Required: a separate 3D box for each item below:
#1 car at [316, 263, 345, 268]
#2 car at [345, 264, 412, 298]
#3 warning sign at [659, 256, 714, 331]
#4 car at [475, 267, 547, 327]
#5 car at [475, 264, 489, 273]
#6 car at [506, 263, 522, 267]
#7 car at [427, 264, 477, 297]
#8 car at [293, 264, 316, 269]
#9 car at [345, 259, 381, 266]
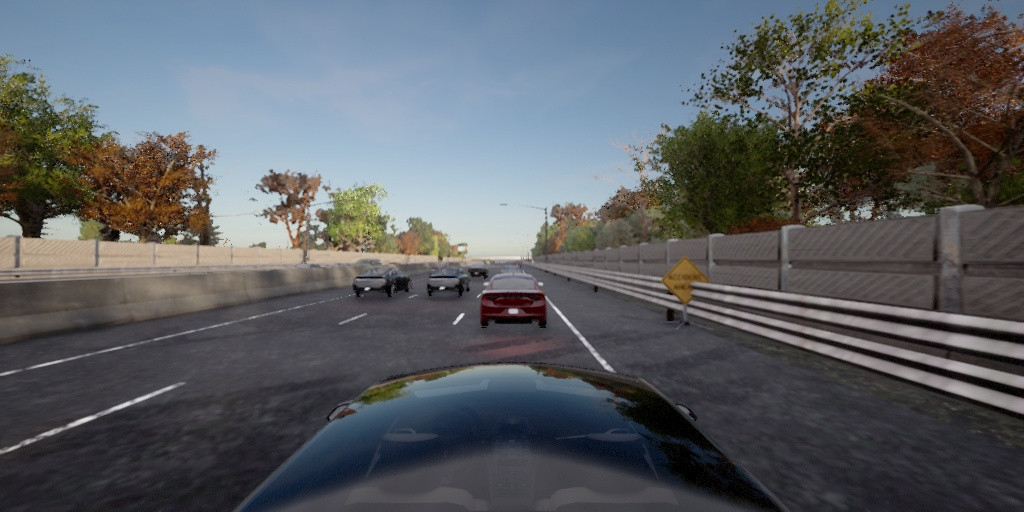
[{"bbox_3d":[-21.147,1.614,43.652,2.128,1.511,4.902,0,-1,0],"label":"car"},{"bbox_3d":[-6.932,1.391,19.618,2.128,1.511,4.902,0,-1,0],"label":"car"},{"bbox_3d":[4.541,0.927,9.409,1.300,1.860,1.060,0,0,0],"label":"warning sign"},{"bbox_3d":[0.050,1.310,11.875,1.882,1.535,5.008,0,0,0],"label":"car"},{"bbox_3d":[-3.453,1.537,37.106,1.882,1.535,5.008,0,-1,0],"label":"car"},{"bbox_3d":[0.046,1.545,30.427,2.033,1.411,5.357,0,0,0],"label":"car"},{"bbox_3d":[-3.432,1.395,20.087,2.128,1.511,4.902,0,-1,0],"label":"car"},{"bbox_3d":[-24.646,1.643,43.068,1.812,1.442,4.674,0,-1,0],"label":"car"},{"bbox_3d":[-17.652,1.341,43.492,2.150,2.045,5.566,0,0,0],"label":"car"}]
